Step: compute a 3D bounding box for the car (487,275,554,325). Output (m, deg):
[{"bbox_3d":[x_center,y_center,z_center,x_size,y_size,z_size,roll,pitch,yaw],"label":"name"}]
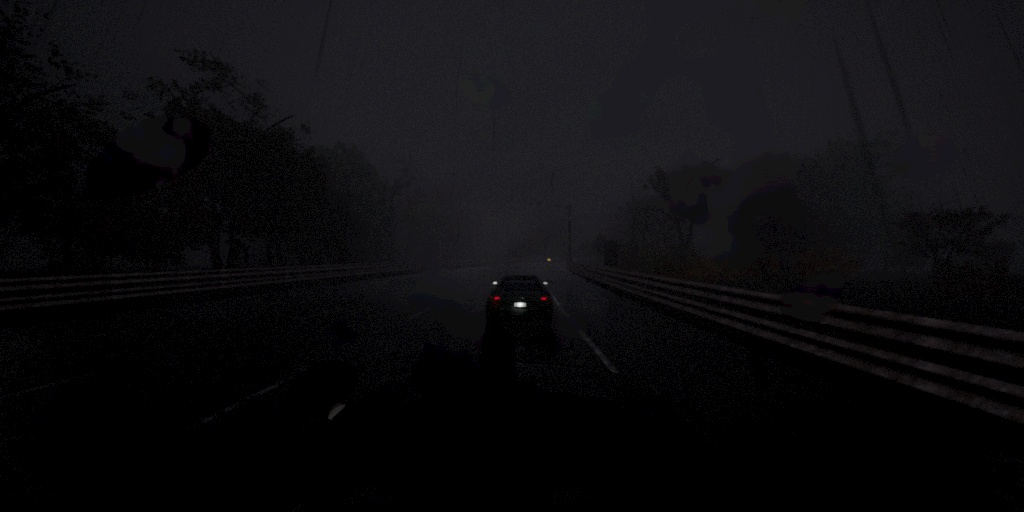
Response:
[{"bbox_3d":[0.273,1.318,11.905,1.994,1.385,4.181,0,0,1],"label":"car"}]
